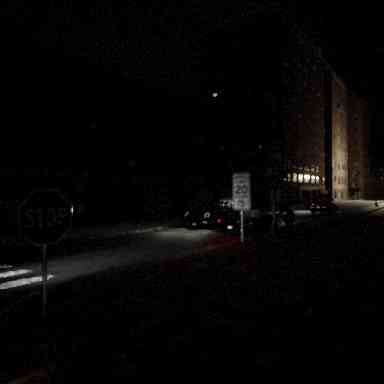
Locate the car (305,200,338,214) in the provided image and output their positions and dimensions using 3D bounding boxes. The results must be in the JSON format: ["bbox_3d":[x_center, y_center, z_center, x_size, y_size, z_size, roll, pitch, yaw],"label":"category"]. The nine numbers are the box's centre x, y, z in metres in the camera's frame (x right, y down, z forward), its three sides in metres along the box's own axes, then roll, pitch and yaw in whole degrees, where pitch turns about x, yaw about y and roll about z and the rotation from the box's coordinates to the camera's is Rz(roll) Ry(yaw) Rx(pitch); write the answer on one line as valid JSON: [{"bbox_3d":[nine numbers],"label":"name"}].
[{"bbox_3d":[14.143,1.591,35.507,2.033,1.411,5.357,-1,0,36],"label":"car"}]

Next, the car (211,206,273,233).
[{"bbox_3d":[3.401,1.674,20.455,1.895,1.301,4.718,-1,0,36],"label":"car"}]

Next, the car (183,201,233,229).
[{"bbox_3d":[1.377,1.453,22.704,2.097,1.767,4.553,-1,0,36],"label":"car"}]

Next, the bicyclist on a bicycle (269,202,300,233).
[{"bbox_3d":[4.823,1.349,17.451,1.656,1.620,0.582,-1,-1,36],"label":"bicyclist on a bicycle"}]
